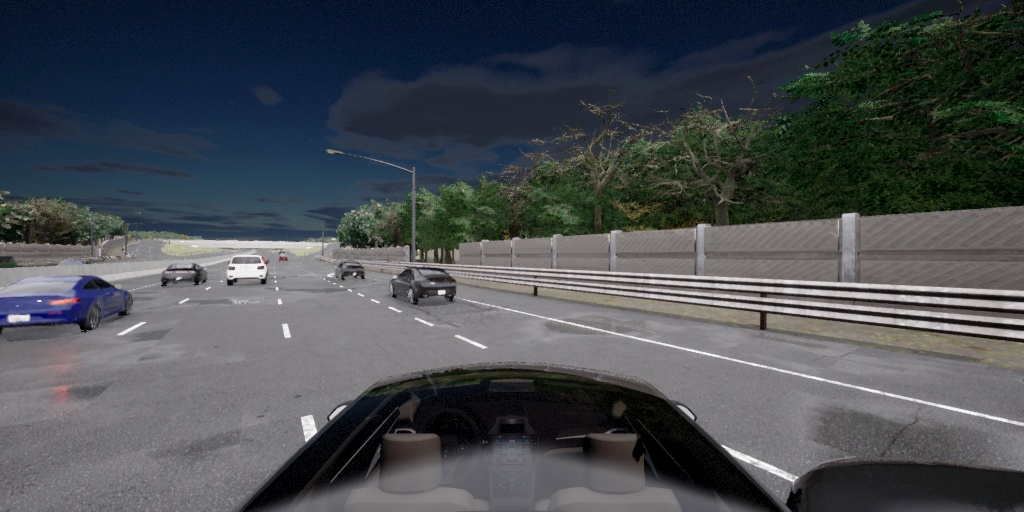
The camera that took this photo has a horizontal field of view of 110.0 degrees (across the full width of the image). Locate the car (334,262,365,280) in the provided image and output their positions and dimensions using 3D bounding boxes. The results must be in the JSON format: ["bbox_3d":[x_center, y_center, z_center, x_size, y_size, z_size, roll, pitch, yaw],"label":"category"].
[{"bbox_3d":[-14.127,1.238,31.146,1.837,1.490,4.892,0,-1,-34],"label":"car"}]

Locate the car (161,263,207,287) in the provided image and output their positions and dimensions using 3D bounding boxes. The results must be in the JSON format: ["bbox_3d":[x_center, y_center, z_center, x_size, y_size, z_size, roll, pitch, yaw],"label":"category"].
[{"bbox_3d":[-22.404,1.225,24.639,2.128,1.511,4.902,0,0,-34],"label":"car"}]

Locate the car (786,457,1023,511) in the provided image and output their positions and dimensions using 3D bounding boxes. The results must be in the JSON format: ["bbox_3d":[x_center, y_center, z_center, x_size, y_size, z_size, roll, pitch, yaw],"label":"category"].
[{"bbox_3d":[2.984,1.315,0.547,4.181,1.385,1.994,0,0,34],"label":"car"}]

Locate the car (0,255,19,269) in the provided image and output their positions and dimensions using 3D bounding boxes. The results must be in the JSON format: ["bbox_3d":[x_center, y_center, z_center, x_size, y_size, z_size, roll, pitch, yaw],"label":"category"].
[{"bbox_3d":[-41.999,0.940,28.377,2.150,2.045,5.566,0,0,-34],"label":"car"}]

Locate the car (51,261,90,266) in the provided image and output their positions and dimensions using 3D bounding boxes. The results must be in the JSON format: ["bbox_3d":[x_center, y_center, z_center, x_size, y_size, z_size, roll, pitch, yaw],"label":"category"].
[{"bbox_3d":[-41.315,1.193,33.669,1.882,1.535,5.008,0,0,-34],"label":"car"}]

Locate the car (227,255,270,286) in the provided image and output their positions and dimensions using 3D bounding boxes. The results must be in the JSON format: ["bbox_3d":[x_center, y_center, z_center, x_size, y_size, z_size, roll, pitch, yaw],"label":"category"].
[{"bbox_3d":[-19.065,0.958,25.947,2.150,2.045,5.566,0,0,-34],"label":"car"}]

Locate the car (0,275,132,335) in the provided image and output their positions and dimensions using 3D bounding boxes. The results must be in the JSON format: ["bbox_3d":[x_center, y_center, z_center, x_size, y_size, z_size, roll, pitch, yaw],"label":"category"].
[{"bbox_3d":[-12.639,1.272,10.155,1.812,1.442,4.674,0,0,-34],"label":"car"}]

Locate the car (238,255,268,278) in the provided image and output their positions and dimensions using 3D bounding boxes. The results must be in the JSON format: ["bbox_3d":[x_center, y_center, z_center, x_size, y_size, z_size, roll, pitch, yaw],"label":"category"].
[{"bbox_3d":[-25.096,0.947,34.945,2.150,2.045,5.566,0,0,-34],"label":"car"}]

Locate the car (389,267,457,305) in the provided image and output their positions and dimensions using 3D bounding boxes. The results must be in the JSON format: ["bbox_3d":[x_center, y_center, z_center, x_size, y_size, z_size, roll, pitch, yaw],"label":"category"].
[{"bbox_3d":[-4.179,1.249,16.387,1.837,1.490,4.892,0,-1,-34],"label":"car"}]
